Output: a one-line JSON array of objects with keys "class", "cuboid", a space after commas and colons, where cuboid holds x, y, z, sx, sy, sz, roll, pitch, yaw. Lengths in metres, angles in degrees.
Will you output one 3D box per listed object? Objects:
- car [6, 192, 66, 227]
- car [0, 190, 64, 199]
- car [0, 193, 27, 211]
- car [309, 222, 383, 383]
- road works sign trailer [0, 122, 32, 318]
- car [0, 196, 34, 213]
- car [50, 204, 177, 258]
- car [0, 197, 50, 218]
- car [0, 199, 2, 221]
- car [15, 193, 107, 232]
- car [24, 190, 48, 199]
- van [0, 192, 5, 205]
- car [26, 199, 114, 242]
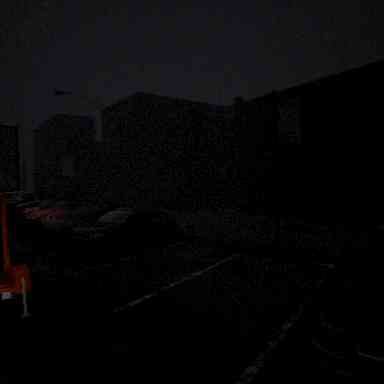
[{"class": "car", "cuboid": [-7.820, 1.103, 19.283, 2.185, 1.767, 4.553, 0, 1, 33]}, {"class": "car", "cuboid": [-11.490, 0.972, 23.997, 2.435, 2.045, 5.566, 0, 1, 32]}, {"class": "car", "cuboid": [-20.638, 1.098, 35.924, 2.185, 1.767, 4.553, -1, 1, 33]}, {"class": "car", "cuboid": [3.143, 1.265, 4.989, 2.231, 1.521, 4.892, 0, 1, 32]}, {"class": "road works sign trailer", "cuboid": [-4.585, 0.425, 6.255, 2.380, 3.560, 2.880, -3, 2, -38]}, {"class": "car", "cuboid": [-18.797, 1.252, 33.538, 2.163, 1.488, 4.792, 0, 1, 33]}, {"class": "car", "cuboid": [-2.353, 1.284, 12.117, 2.002, 1.452, 4.674, 0, 1, 32]}, {"class": "car", "cuboid": [-15.152, 1.251, 28.769, 2.163, 1.488, 4.792, 0, 1, 33]}, {"class": "car", "cuboid": [-9.666, 1.266, 21.643, 2.002, 1.452, 4.674, -1, 1, 33]}, {"class": "car", "cuboid": [-5.995, 1.107, 16.900, 2.185, 1.767, 4.553, 0, 1, 33]}, {"class": "car", "cuboid": [-36.577, 0.566, 77.983, 5.566, 2.045, 2.435, 0, 2, 31]}, {"class": "van", "cuboid": [-29.697, 1.014, 47.964, 1.878, 1.987, 4.442, -1, 1, 32]}, {"class": "car", "cuboid": [-4.199, 1.268, 14.471, 2.163, 1.488, 4.792, 0, 1, 33]}]
